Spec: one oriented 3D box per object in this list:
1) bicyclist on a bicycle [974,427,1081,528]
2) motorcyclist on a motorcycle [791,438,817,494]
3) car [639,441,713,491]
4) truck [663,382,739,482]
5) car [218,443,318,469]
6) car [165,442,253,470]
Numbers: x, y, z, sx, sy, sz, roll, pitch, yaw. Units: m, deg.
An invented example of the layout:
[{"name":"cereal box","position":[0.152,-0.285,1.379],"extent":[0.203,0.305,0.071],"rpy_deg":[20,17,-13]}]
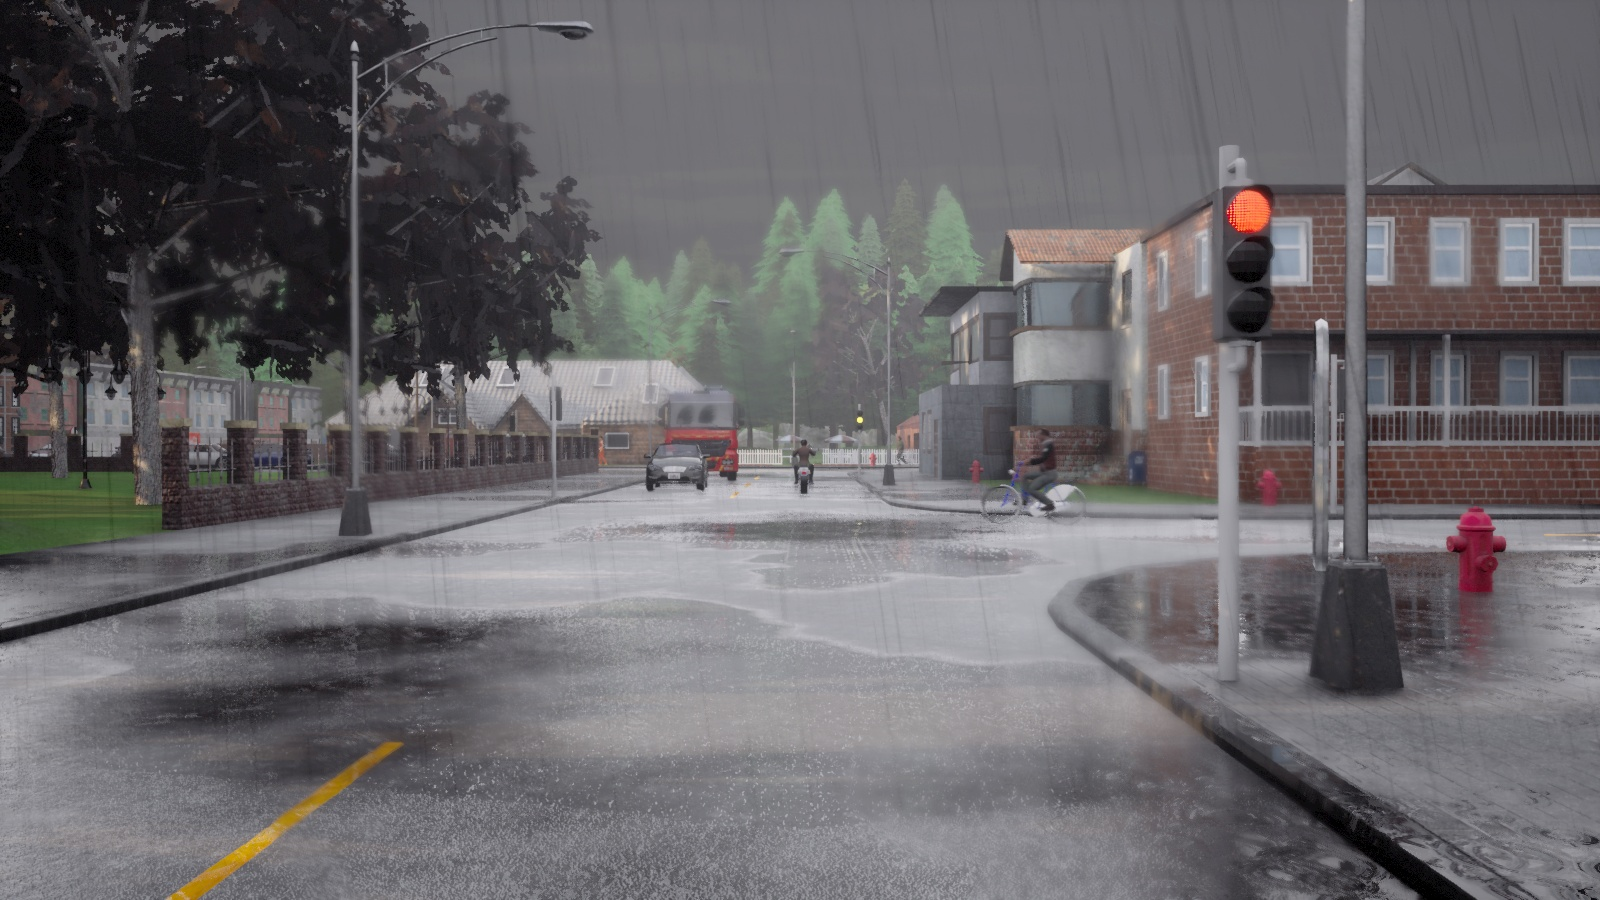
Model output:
[{"name":"bicyclist on a bicycle","position":[4.100,0.493,22.577],"extent":[1.843,1.776,0.659],"rpy_deg":[0,-2,13]},{"name":"motorcyclist on a motorcycle","position":[0.126,0.481,38.338],"extent":[0.766,1.649,2.350],"rpy_deg":[0,0,0]},{"name":"car","position":[-3.947,0.470,40.708],"extent":[2.128,1.511,4.902],"rpy_deg":[0,0,-3]},{"name":"truck","position":[-4.037,-0.718,52.503],"extent":[2.891,3.827,8.468],"rpy_deg":[0,0,-3]},{"name":"car","position":[-30.319,0.317,71.663],"extent":[4.792,1.488,2.163],"rpy_deg":[0,0,0]},{"name":"car","position":[-31.765,0.305,67.616],"extent":[3.806,1.475,1.970],"rpy_deg":[0,0,-1]}]
